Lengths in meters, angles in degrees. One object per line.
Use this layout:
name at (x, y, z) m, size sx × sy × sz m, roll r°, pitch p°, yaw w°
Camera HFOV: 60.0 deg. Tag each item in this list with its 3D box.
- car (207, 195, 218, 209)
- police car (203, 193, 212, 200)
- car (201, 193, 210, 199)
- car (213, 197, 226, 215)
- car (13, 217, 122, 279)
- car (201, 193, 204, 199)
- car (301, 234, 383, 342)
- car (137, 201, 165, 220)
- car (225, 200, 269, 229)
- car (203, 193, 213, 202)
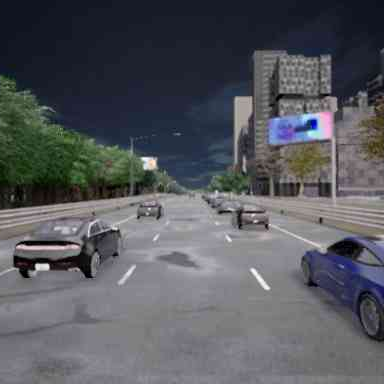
car at (3.502, 1.432, 44.143) m, size 2.033 × 1.411 × 5.357 m, roll 0°, pitch 0°, yaw 0°
police car at (3.504, 1.031, 77.249) m, size 1.930 × 1.638 × 5.238 m, roll 0°, pitch 0°, yaw 0°
car at (3.515, 1.063, 88.170) m, size 2.163 × 1.488 × 4.792 m, roll 0°, pitch 0°, yaw 0°
car at (3.501, 1.513, 33.146) m, size 1.994 × 1.385 × 4.181 m, roll 0°, pitch 0°, yaw 0°
car at (-3.400, 1.490, 9.988) m, size 2.128 × 1.511 × 4.902 m, roll 0°, pitch 0°, yaw 0°
car at (3.503, 1.049, 66.112) m, size 2.097 × 1.767 × 4.553 m, roll 0°, pitch 0°, yaw 0°
car at (3.599, 1.528, 6.350) m, size 1.812 × 1.442 × 4.674 m, roll 0°, pitch 0°, yaw 0°
car at (-3.400, 1.456, 27.841) m, size 2.128 × 1.511 × 4.902 m, roll 0°, pitch 0°, yaw 0°
car at (3.599, 1.468, 21.251) m, size 2.128 × 1.511 × 4.902 m, roll 0°, pitch 0°, yaw 0°
car at (3.502, 1.294, 55.173) m, size 2.163 × 1.488 × 4.792 m, roll 0°, pitch 0°, yaw 0°
